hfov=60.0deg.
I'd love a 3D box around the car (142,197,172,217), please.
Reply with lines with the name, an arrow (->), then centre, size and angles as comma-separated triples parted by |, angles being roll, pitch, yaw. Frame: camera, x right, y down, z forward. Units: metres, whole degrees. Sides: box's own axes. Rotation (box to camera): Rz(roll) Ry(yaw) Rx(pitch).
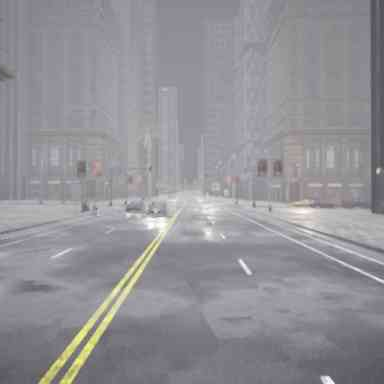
car -> -3.353, 1.609, 33.423 | 2.128, 1.511, 4.902 | 0, 0, 0

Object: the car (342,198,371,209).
car -> 25.795, 1.846, 52.099 | 5.009, 1.841, 2.192 | 1, -1, 0

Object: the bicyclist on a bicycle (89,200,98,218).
bicyclist on a bicycle -> -8.769, 1.543, 29.875 | 0.866, 1.612, 1.509 | 0, 0, 0

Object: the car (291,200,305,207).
car -> 20.560, 2.036, 60.637 | 4.829, 1.417, 1.752 | 1, -1, 0

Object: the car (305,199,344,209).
car -> 20.704, 2.005, 52.109 | 4.507, 1.381, 1.887 | 1, -1, 0

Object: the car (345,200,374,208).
car -> 30.501, 2.198, 60.619 | 4.403, 1.369, 2.008 | 1, -1, 0

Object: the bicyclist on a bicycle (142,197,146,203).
bicyclist on a bicycle -> -8.779, 1.515, 60.490 | 0.659, 1.776, 1.843 | 0, -2, 0

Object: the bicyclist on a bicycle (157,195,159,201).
bicyclist on a bicycle -> -8.796, 1.689, 85.051 | 0.582, 1.620, 1.656 | 0, 0, 0

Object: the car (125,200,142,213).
car -> -6.577, 1.681, 39.623 | 2.033, 1.411, 5.357 | 0, 0, 1
